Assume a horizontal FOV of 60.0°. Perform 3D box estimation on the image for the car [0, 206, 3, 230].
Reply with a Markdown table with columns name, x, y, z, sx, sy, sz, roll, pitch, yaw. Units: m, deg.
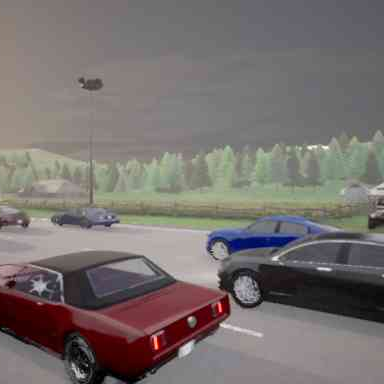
| name | x | y | z | sx | sy | sz | roll | pitch | yaw |
| --- | --- | --- | --- | --- | --- | --- | --- | --- | --- |
| car | -11.849 | 1.422 | 16.741 | 4.553 | 1.767 | 2.097 | 0 | 0 | 36 |

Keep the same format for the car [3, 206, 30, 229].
| name | x | y | z | sx | sy | sz | roll | pitch | yaw |
| --- | --- | --- | --- | --- | --- | --- | --- | --- | --- |
| car | -12.190 | 1.608 | 21.284 | 4.674 | 1.442 | 1.812 | 0 | 0 | 36 |

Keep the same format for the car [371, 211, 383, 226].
| name | x | y | z | sx | sy | sz | roll | pitch | yaw |
| --- | --- | --- | --- | --- | --- | --- | --- | --- | --- |
| car | 8.423 | 1.533 | 10.879 | 4.674 | 1.442 | 1.812 | 0 | 0 | 35 |

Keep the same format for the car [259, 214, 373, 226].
| name | x | y | z | sx | sy | sz | roll | pitch | yaw |
| --- | --- | --- | --- | --- | --- | --- | --- | --- | --- |
| car | 2.746 | 1.498 | 10.628 | 5.008 | 1.535 | 1.882 | 0 | 0 | 36 |

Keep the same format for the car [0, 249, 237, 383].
| name | x | y | z | sx | sy | sz | roll | pitch | yaw |
| --- | --- | --- | --- | --- | --- | --- | --- | --- | --- |
| car | -1.872 | 1.618 | 5.324 | 4.718 | 1.301 | 1.895 | 0 | 0 | 36 |

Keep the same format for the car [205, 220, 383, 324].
| name | x | y | z | sx | sy | sz | roll | pitch | yaw |
| --- | --- | --- | --- | --- | --- | --- | --- | --- | --- |
| car | 2.775 | 1.514 | 6.310 | 4.892 | 1.490 | 1.837 | 0 | 0 | 36 |

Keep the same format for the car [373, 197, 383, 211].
| name | x | y | z | sx | sy | sz | roll | pitch | yaw |
| --- | --- | --- | --- | --- | --- | --- | --- | --- | --- |
| car | 11.575 | 1.234 | 19.467 | 1.905 | 1.878 | 3.866 | 0 | 0 | 35 |

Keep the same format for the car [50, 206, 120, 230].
| name | x | y | z | sx | sy | sz | roll | pitch | yaw |
| --- | --- | --- | --- | --- | --- | --- | --- | --- | --- |
| car | -7.112 | 1.619 | 21.959 | 5.357 | 1.411 | 2.033 | 0 | 0 | 35 |
